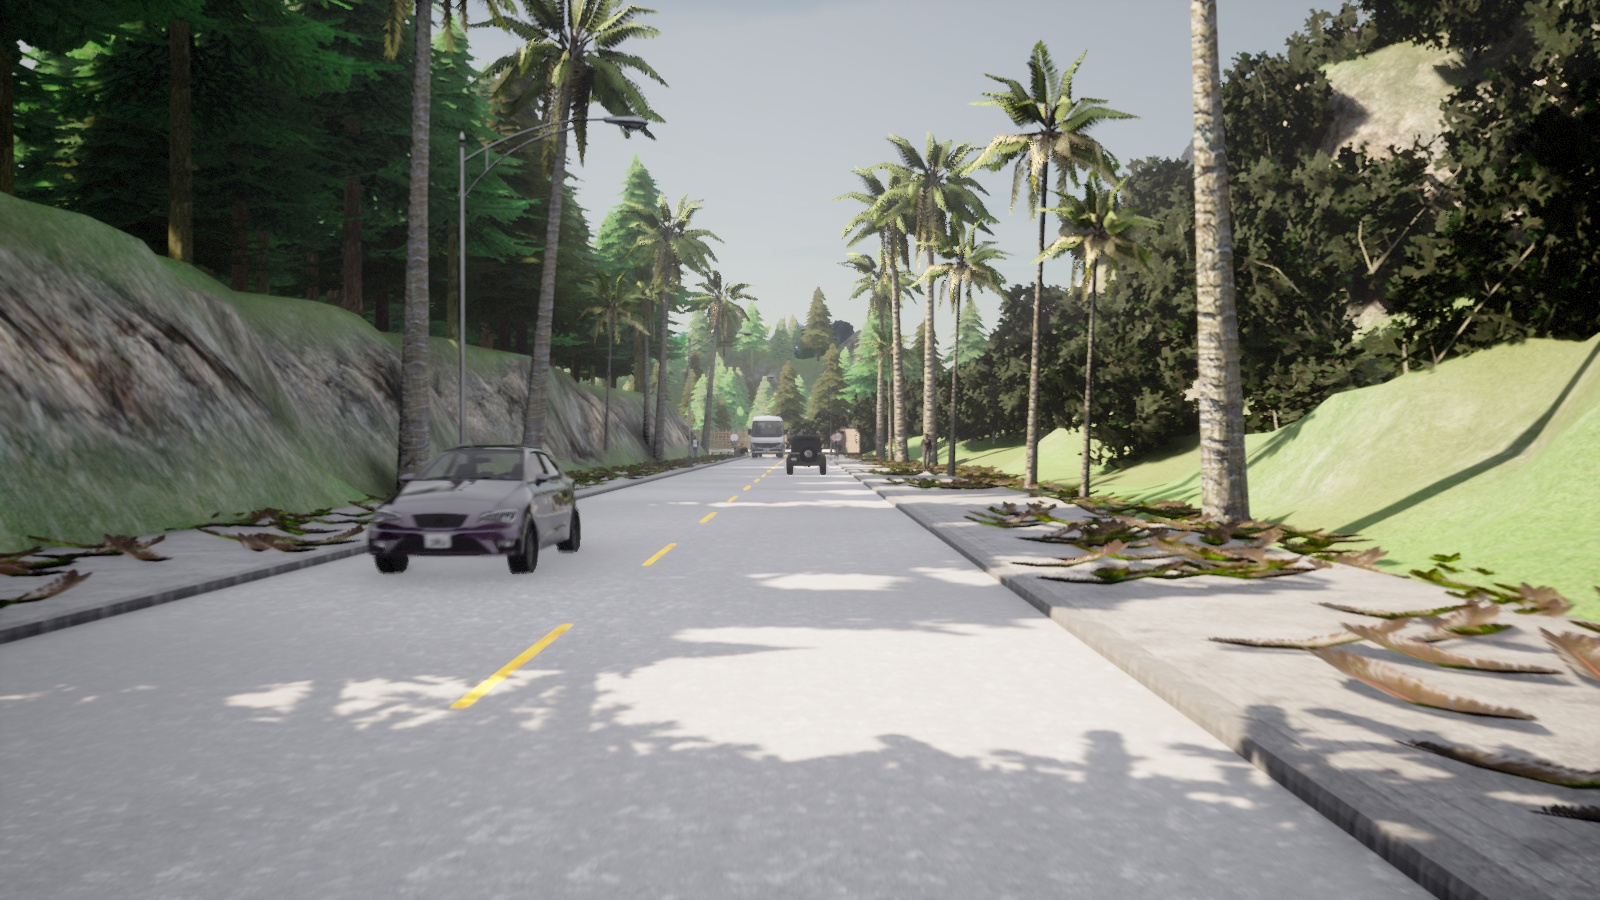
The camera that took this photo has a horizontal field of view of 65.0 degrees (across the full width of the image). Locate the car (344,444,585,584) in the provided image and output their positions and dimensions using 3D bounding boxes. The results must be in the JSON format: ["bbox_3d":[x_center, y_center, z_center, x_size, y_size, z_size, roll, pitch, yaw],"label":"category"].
[{"bbox_3d":[-3.908,0.670,15.391,1.816,1.474,4.193,0,0,0],"label":"car"}]

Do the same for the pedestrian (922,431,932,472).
[{"bbox_3d":[6.005,0.053,59.342,0.402,1.930,0.666,0,0,-1],"label":"pedestrian"}]

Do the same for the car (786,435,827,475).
[{"bbox_3d":[0.317,0.203,60.511,1.905,1.878,3.866,0,1,0],"label":"car"}]
